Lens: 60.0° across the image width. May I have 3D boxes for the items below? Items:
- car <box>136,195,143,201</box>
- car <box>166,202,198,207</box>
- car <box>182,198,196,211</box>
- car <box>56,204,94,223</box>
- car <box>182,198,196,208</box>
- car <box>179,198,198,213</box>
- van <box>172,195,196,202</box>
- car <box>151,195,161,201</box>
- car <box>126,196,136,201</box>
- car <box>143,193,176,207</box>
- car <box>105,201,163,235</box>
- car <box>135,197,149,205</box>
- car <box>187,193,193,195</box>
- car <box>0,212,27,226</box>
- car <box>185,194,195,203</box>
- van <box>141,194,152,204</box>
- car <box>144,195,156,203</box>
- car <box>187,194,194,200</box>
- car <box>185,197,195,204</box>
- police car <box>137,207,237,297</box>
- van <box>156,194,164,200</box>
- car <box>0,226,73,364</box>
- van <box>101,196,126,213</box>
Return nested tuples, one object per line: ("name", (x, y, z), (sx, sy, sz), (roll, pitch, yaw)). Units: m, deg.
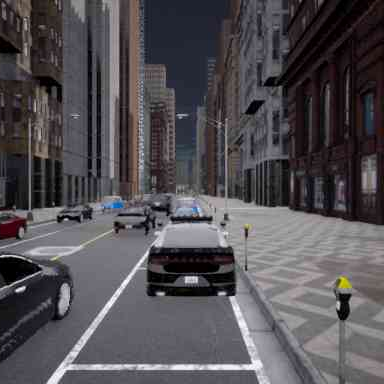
("car", (-6.165, 1.565, 45.930), (2.033, 1.411, 5.357), (0, 0, 0))
("car", (-0.385, 1.530, 20.269), (1.752, 1.417, 4.829), (0, 0, 0))
("car", (-0.385, 1.541, 42.814), (1.752, 1.417, 4.829), (0, 0, 0))
("car", (-8.910, 1.573, 25.722), (1.947, 1.339, 4.313), (0, 0, 0))
("car", (-0.385, 1.570, 48.280), (2.008, 1.369, 4.403), (0, 0, 0))
("car", (-0.386, 1.453, 37.008), (1.967, 1.590, 4.097), (0, 0, 0))
("van", (-0.386, 1.348, 25.735), (1.690, 1.788, 3.998), (0, 0, 0))
("car", (-8.911, 1.477, 82.090), (1.967, 1.590, 4.097), (0, 0, 0))
("car", (-8.910, 1.582, 42.633), (1.947, 1.339, 4.313), (0, 0, 0))
("car", (-3.111, 1.234, 32.869), (2.150, 2.045, 5.566), (0, 0, 0))
("car", (-3.100, 1.496, 18.941), (2.128, 1.511, 4.902), (0, 0, 1))
("car", (-8.910, 1.569, 59.543), (1.887, 1.381, 4.507), (0, 0, 0))
("car", (-0.386, 1.465, 59.552), (1.967, 1.590, 4.097), (0, 0, 0))
("car", (-8.910, 1.547, 14.449), (1.887, 1.381, 4.507), (0, 0, 0))
("car", (-0.386, 1.346, 70.826), (2.192, 1.841, 5.009), (0, 0, 0))
("van", (-8.911, 1.369, 65.180), (1.690, 1.788, 3.998), (0, 0, 0))
("car", (-8.911, 1.471, 70.817), (1.967, 1.590, 4.097), (0, 0, 0))
("car", (-0.386, 1.484, 93.370), (1.967, 1.590, 4.097), (0, 0, 0))
("car", (-0.385, 1.594, 65.189), (1.947, 1.339, 4.313), (0, 0, 0))
("police car", (-0.012, 1.426, 8.760), (1.930, 1.638, 5.238), (0, 0, 0))
("van", (-8.911, 1.385, 93.363), (1.690, 1.788, 3.998), (0, 0, 0))
("car", (-3.144, 1.506, 4.367), (1.837, 1.490, 4.892), (0, 0, 0))
("van", (-8.911, 1.354, 36.996), (1.690, 1.788, 3.998), (0, 0, 0))
